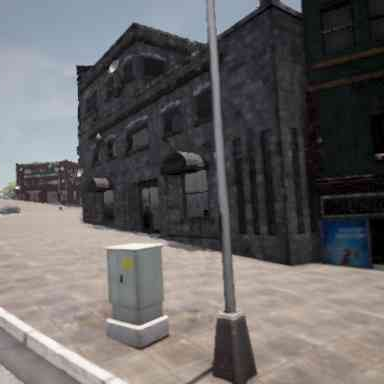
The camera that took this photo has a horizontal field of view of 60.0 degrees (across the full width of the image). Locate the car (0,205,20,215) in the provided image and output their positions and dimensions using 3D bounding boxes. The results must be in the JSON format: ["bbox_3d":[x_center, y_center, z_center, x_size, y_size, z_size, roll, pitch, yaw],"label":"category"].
[{"bbox_3d":[-27.245,2.637,48.917,2.128,1.511,4.902,-4,-1,1],"label":"car"}]
